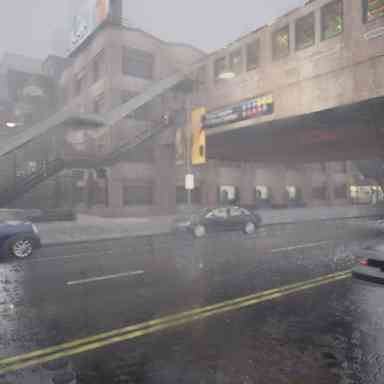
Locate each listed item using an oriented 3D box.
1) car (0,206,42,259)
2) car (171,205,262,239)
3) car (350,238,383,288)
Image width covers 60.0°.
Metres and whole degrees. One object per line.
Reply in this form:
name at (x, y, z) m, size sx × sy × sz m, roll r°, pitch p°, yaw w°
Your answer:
car at (-7.487, 1.354, 10.862) m, size 4.553 × 1.767 × 2.185 m, roll 0°, pitch 0°, yaw -36°
car at (1.306, 1.431, 17.091) m, size 4.892 × 1.521 × 2.231 m, roll 0°, pitch 0°, yaw -26°
car at (5.999, 1.504, 8.044) m, size 5.357 × 1.411 × 2.033 m, roll 0°, pitch 0°, yaw -35°
